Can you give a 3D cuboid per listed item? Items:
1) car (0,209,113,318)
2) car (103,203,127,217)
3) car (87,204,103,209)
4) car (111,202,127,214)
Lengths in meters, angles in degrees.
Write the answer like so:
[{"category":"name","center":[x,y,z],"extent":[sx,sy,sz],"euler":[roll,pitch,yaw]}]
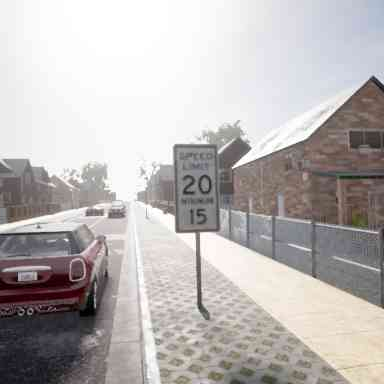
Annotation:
[{"category":"car","center":[-3.118,1.456,7.632],"extent":[2.097,1.767,4.553],"euler":[-1,-1,-10]},{"category":"car","center":[-8.602,2.098,38.125],"extent":[2.033,1.411,5.357],"euler":[-1,-1,-10]},{"category":"car","center":[-12.129,2.235,41.861],"extent":[1.994,1.385,4.181],"euler":[-1,-1,-10]},{"category":"car","center":[-10.468,2.260,48.095],"extent":[2.033,1.411,5.357],"euler":[-1,-1,-10]}]
